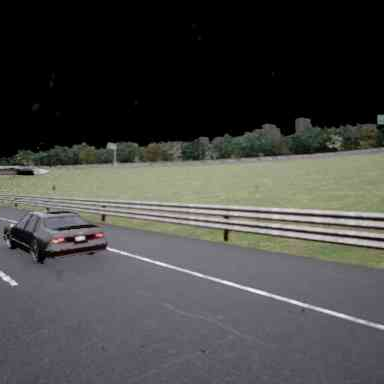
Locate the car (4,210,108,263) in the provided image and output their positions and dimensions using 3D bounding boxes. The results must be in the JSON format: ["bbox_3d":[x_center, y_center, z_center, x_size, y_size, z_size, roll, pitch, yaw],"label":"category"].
[{"bbox_3d":[-4.795,1.338,11.229,2.033,1.411,5.357,-3,2,-41],"label":"car"}]
